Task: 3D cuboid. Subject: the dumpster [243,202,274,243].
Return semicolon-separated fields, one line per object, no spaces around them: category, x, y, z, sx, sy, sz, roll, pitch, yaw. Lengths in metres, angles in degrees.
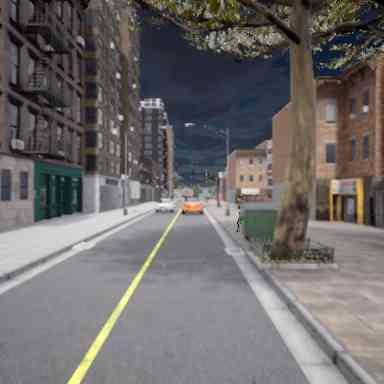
dumpster;3.008;1.320;15.226;1.020;1.700;1.940;0;0;0

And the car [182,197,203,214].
car;0.062;1.276;33.902;2.097;1.767;4.553;0;0;0

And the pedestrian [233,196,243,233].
pedestrian;2.345;1.065;16.112;0.375;1.860;0.375;0;0;-10

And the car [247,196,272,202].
car;10.804;1.597;50.523;5.009;1.841;2.192;1;-1;0

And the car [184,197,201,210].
car;0.135;1.472;43.636;1.837;1.490;4.892;0;0;4

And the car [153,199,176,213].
car;-2.828;1.455;35.466;1.812;1.442;4.674;0;0;0
